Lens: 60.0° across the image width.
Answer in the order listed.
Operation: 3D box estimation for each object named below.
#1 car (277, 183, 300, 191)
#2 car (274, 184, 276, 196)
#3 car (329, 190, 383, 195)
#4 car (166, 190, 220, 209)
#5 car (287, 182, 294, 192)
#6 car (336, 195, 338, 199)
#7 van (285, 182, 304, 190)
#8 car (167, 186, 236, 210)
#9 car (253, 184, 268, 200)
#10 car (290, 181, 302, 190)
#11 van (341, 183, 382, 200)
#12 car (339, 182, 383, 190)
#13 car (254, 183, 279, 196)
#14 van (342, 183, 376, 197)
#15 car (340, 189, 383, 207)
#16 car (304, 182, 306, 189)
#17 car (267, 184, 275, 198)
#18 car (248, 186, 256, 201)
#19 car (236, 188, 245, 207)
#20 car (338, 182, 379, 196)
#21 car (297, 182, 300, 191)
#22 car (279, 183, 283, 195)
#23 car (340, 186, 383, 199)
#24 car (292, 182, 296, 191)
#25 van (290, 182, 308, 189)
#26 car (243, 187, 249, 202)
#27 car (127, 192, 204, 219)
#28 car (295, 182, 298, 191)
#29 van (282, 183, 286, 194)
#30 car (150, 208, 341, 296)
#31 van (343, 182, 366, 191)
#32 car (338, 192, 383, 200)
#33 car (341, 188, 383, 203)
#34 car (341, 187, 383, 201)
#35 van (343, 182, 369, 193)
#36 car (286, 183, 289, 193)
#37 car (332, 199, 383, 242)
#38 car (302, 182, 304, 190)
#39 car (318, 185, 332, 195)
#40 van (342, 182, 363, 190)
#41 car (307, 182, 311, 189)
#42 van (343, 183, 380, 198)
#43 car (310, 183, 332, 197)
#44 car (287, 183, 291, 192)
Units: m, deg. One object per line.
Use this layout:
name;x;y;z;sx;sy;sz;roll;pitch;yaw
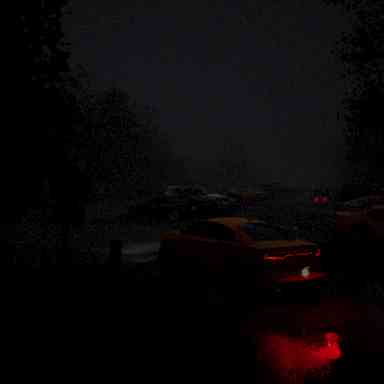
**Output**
car;20.971;-1.096;72.581;4.553;1.767;2.185;1;2;24
car;8.341;0.016;44.798;4.892;1.521;2.231;1;3;24
car;13.178;0.872;24.304;5.366;1.575;1.946;1;3;24
car;-0.845;0.898;24.609;5.008;1.535;2.097;1;3;24
car;15.222;-0.497;59.960;4.792;1.488;2.163;1;2;24
car;11.024;1.133;19.204;4.792;1.488;2.163;1;3;24
van;25.495;-1.553;82.713;4.442;1.987;1.878;1;2;24
car;0.325;0.534;27.113;5.566;2.045;2.435;1;3;24
car;5.932;0.212;39.943;5.366;1.575;1.946;1;3;24
car;19.681;-0.887;70.124;5.366;1.575;1.946;1;2;24
van;21.272;-0.099;41.873;4.442;1.987;1.878;1;2;24
car;15.667;0.402;29.241;5.566;2.045;2.435;1;3;24
car;9.527;-0.205;47.306;4.553;1.767;2.185;1;2;24
van;24.714;-0.368;49.450;4.442;1.987;1.878;1;2;24
car;16.763;0.569;31.795;4.792;1.488;2.163;1;3;24
car;23.295;-1.148;77.625;5.008;1.535;2.097;1;2;24
car;7.369;0.116;42.202;5.366;1.575;1.946;1;3;24
car;3.582;0.440;34.785;5.366;1.575;1.946;1;3;24
car;1.619;0.672;29.583;5.366;1.575;1.946;1;3;24
car;25.942;-0.481;51.931;5.566;2.045;2.435;1;2;24
car;18.694;-0.791;67.525;4.892;1.521;2.231;1;2;24
car;10.674;-0.141;49.835;4.792;1.488;2.163;1;2;24
car;22.529;0.036;44.368;5.008;1.535;2.097;1;2;24
car;16.230;-0.621;62.549;5.366;1.575;1.946;1;2;24
van;28.939;-1.744;90.276;4.442;1.987;1.878;1;1;24
car;2.606;0.560;32.182;4.892;1.521;2.231;1;3;24
car;-2.027;1.040;22.101;4.792;1.488;2.163;1;3;24
car;17.555;-0.703;64.994;4.892;1.521;2.231;1;2;24
van;11.904;-0.484;52.315;4.442;1.987;1.878;1;2;24
car;0.898;1.383;8.501;1.882;1.535;5.008;2;-1;-31
van;36.456;-1.255;74.664;4.442;1.987;1.878;1;2;24
car;9.983;1.086;16.766;4.553;1.767;2.185;1;3;24
car;19.163;0.348;36.923;4.792;1.488;2.163;1;3;24
car;20.256;0.252;39.323;4.792;1.488;2.163;1;2;24
van;31.865;-0.900;64.585;4.442;1.987;1.878;1;2;24
car;12.922;-0.320;54.910;4.792;1.488;2.163;1;2;24
car;8.802;1.323;14.267;5.008;1.535;2.097;1;3;24
car;22.122;-1.185;75.106;4.553;1.767;2.185;1;2;24
car;22.695;-0.404;56.658;1.882;1.535;5.008;1;2;24
van;38.542;-1.436;79.807;4.442;1.987;1.878;1;2;24
car;26.777;-1.665;85.177;5.566;2.045;2.435;1;2;24
van;23.778;-0.276;46.833;4.442;1.987;1.878;1;2;24
car;18.428;-0.060;47.293;2.128;1.511;4.902;1;2;24
car;14.072;-0.408;57.435;4.792;1.488;2.163;1;2;24
